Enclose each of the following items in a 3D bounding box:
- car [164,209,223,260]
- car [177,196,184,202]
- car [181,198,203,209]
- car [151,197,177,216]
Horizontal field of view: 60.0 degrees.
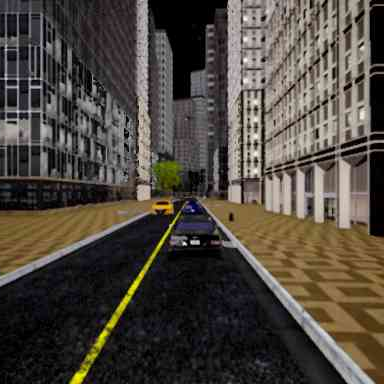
[{"bbox_3d":[0.096,1.569,12.511,2.033,1.411,5.357,0,0,0],"label":"car"},{"bbox_3d":[-2.755,1.595,75.360,2.128,1.511,4.902,0,0,0],"label":"car"},{"bbox_3d":[0.096,1.584,33.425,1.812,1.442,4.674,0,0,0],"label":"car"},{"bbox_3d":[-2.850,1.534,32.857,1.882,1.535,5.008,0,0,0],"label":"car"}]
